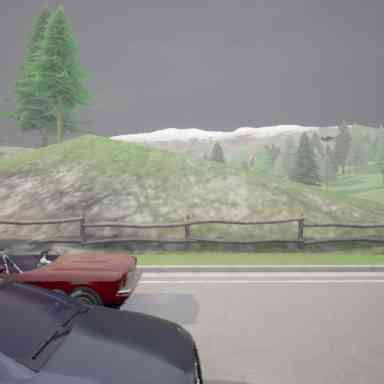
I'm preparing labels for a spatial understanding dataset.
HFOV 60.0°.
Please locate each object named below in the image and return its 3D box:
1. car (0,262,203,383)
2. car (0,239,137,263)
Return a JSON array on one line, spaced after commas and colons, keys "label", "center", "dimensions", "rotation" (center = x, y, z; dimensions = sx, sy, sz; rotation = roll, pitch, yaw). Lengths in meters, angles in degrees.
[{"label": "car", "center": [-1.937, 1.564, 2.946], "dimensions": [4.181, 1.385, 1.994], "rotation": [0, 0, -1]}, {"label": "car", "center": [-3.374, 1.601, 6.429], "dimensions": [4.718, 1.301, 1.895], "rotation": [0, 0, -1]}]
